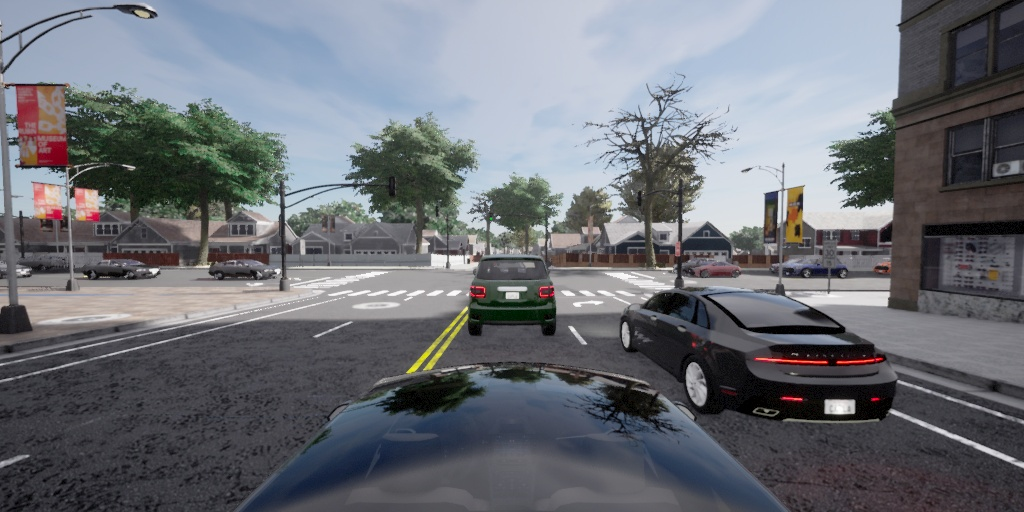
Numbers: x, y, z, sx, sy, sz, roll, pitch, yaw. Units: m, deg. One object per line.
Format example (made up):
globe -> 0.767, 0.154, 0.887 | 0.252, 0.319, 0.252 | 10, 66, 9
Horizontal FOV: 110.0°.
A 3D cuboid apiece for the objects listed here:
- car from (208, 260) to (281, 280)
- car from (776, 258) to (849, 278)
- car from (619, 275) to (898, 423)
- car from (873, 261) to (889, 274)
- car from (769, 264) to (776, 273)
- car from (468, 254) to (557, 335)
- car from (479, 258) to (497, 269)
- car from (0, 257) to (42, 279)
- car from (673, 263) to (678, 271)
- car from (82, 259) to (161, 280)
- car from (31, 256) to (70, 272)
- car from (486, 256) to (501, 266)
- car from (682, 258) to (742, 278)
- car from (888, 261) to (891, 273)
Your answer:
car -> -20.527, 1.043, 27.671 | 4.902, 1.511, 2.128 | 0, 2, -2
car -> 25.998, 0.949, 30.871 | 4.553, 1.767, 2.097 | 0, 2, 0
car -> 3.260, 1.253, 5.982 | 1.837, 1.490, 4.892 | 0, 0, 0
car -> 37.314, 0.890, 34.049 | 4.553, 1.767, 2.097 | 0, 2, 1
car -> 27.154, 1.004, 34.123 | 4.674, 1.442, 1.812 | 0, 2, 0
car -> -0.009, 0.971, 10.598 | 2.150, 2.045, 5.566 | 0, 0, 0
car -> -3.007, 0.954, 46.118 | 1.895, 1.301, 4.718 | 0, 0, 1
car -> -40.246, 1.026, 27.813 | 4.674, 1.442, 1.812 | 0, 2, 0
car -> 17.952, 0.926, 34.168 | 4.902, 1.511, 2.128 | 0, 2, 1
car -> -30.087, 1.016, 27.732 | 4.902, 1.511, 2.128 | 0, 2, 0
car -> -45.405, 0.725, 34.509 | 4.902, 1.511, 2.128 | 0, 2, 0
car -> -2.850, 0.803, 56.047 | 2.128, 1.511, 4.902 | 0, 0, 1
car -> 17.339, 1.120, 30.924 | 4.181, 1.385, 1.994 | 0, 2, 0
car -> 36.198, 1.147, 30.818 | 4.902, 1.511, 2.128 | 0, 2, 0
